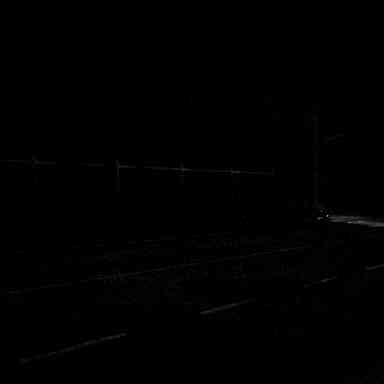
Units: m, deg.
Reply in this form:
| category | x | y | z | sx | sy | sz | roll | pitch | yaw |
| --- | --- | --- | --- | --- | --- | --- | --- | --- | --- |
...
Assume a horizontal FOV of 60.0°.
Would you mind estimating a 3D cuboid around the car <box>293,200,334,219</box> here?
| category | x | y | z | sx | sy | sz | roll | pitch | yaw |
| --- | --- | --- | --- | --- | --- | --- | --- | --- | --- |
| car | 9.958 | 1.659 | 29.299 | 1.895 | 1.301 | 4.718 | 0 | 0 | -34 |

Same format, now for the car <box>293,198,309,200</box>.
| category | x | y | z | sx | sy | sz | roll | pitch | yaw |
| --- | --- | --- | --- | --- | --- | --- | --- | --- | --- |
| car | 11.209 | 1.410 | 33.629 | 2.097 | 1.767 | 4.553 | 0 | 0 | -36 |
